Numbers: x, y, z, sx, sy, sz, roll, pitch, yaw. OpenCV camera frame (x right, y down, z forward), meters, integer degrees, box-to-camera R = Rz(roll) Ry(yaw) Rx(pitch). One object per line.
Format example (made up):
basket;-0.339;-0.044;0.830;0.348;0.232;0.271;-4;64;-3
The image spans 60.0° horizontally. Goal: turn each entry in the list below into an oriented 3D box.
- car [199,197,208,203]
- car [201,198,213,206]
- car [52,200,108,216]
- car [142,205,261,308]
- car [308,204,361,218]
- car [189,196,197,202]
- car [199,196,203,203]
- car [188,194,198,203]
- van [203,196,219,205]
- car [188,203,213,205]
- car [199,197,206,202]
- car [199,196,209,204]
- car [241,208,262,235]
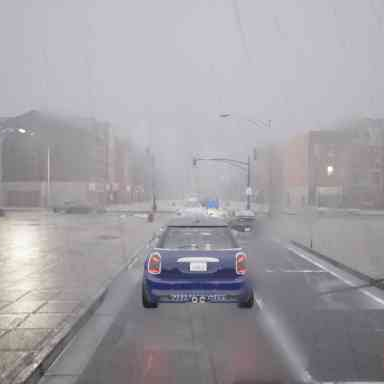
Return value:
car;2.780;1.982;82.117;1.887;1.381;4.507;-1;-1;0
car;2.740;1.793;60.956;2.008;1.369;4.403;-1;-1;0
car;-10.137;1.444;30.236;4.902;1.511;2.128;1;1;-1
car;0.114;1.355;8.058;2.097;1.767;4.553;0;0;0
car;14.057;1.836;33.057;4.718;1.301;1.895;1;1;0
car;0.167;1.845;85.454;2.033;1.411;5.357;0;-1;0
car;2.725;1.516;55.669;2.192;1.841;5.009;-1;0;0
car;0.147;1.583;75.065;2.150;2.045;5.566;0;-1;0
van;2.706;1.474;45.087;1.690;1.788;3.998;-1;0;0
car;0.164;1.546;17.878;1.812;1.442;4.674;0;0;1
car;2.800;2.138;92.696;1.802;1.307;4.206;-2;-1;0
car;2.767;1.824;76.828;1.967;1.590;4.097;-1;-1;0
car;2.661;1.572;18.128;2.008;1.369;4.403;-1;0;0
